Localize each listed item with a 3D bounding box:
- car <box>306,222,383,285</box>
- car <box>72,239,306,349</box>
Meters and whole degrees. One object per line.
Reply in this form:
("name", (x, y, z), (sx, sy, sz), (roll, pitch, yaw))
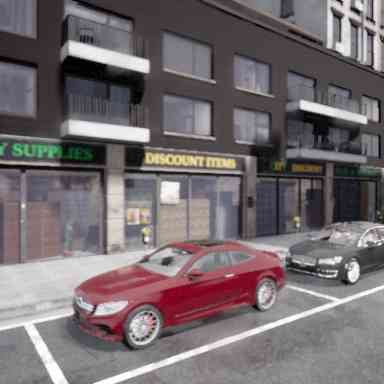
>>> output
("car", (4.482, 1.550, 9.385), (4.403, 1.369, 2.008), (0, 0, -35))
("car", (-0.004, 1.582, 6.185), (4.206, 1.307, 1.802), (0, 0, -35))
